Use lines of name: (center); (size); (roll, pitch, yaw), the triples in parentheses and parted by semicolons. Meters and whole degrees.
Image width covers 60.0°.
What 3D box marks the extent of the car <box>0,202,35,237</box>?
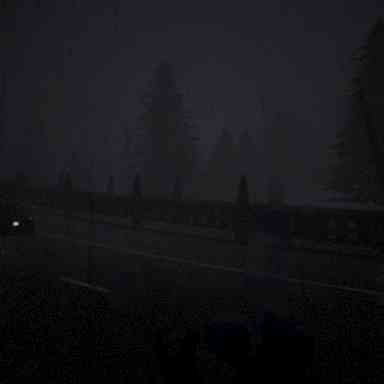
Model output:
car: (-8.689, 1.131, 14.493); (4.181, 1.385, 1.994); (4, 2, 35)
